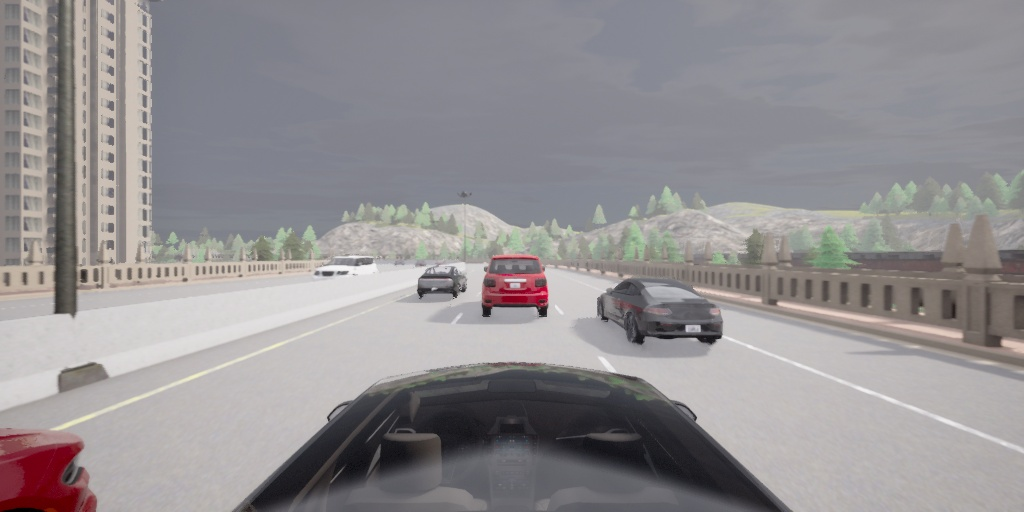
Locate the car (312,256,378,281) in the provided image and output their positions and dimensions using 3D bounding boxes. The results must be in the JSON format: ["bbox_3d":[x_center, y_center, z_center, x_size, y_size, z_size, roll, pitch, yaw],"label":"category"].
[{"bbox_3d":[-10.602,0.991,23.302,2.150,2.045,5.566,0,0,0],"label":"car"}]

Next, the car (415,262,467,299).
[{"bbox_3d":[-3.404,1.253,18.095,2.128,1.511,4.902,0,0,0],"label":"car"}]

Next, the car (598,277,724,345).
[{"bbox_3d":[3.598,1.279,9.421,1.812,1.442,4.674,0,0,0],"label":"car"}]

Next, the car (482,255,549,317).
[{"bbox_3d":[0.097,0.979,13.405,2.150,2.045,5.566,0,0,0],"label":"car"}]
